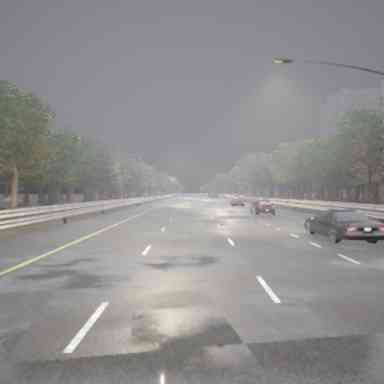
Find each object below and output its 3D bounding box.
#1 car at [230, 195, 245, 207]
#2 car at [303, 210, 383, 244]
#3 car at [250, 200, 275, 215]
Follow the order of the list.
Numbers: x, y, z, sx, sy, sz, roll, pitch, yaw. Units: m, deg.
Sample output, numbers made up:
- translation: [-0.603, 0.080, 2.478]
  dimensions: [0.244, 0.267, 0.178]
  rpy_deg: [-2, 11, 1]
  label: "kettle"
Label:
- translation: [7.056, 1.633, 52.499]
  dimensions: [1.895, 1.301, 4.718]
  rpy_deg: [0, 0, 0]
  label: "car"
- translation: [7.010, 1.550, 15.781]
  dimensions: [2.033, 1.411, 5.357]
  rpy_deg: [0, 0, 0]
  label: "car"
- translation: [7.018, 1.543, 33.313]
  dimensions: [1.812, 1.442, 4.674]
  rpy_deg: [0, 0, 0]
  label: "car"
